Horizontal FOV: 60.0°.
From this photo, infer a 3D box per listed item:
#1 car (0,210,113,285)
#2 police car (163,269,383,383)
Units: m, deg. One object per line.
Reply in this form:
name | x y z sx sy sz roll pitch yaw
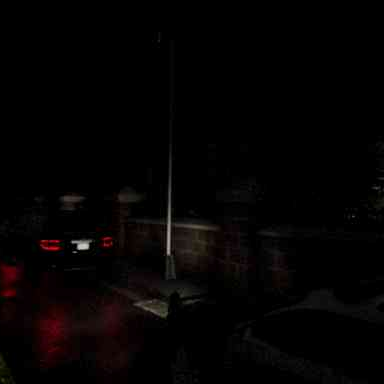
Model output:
car | -4.564 1.604 10.994 2.150 2.045 5.566 3 -3 -38
police car | 1.564 1.598 3.191 1.930 1.638 5.238 3 -3 -38
